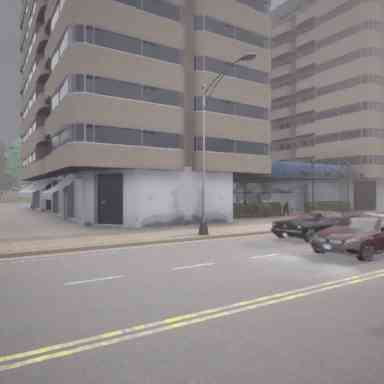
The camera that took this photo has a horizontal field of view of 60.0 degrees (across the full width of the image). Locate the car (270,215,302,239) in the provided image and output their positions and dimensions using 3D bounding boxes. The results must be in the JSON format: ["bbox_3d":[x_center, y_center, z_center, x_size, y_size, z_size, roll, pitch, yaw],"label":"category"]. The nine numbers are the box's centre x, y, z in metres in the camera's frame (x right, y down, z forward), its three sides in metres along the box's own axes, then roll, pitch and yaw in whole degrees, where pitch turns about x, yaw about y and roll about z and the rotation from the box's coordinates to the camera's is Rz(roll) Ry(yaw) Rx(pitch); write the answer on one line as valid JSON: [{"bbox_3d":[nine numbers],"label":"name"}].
[{"bbox_3d":[6.028,1.601,16.023,4.718,1.301,1.895,0,0,-32],"label":"car"}]

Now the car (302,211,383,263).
[{"bbox_3d":[6.395,1.526,12.118,4.674,1.442,1.812,0,0,-32],"label":"car"}]
